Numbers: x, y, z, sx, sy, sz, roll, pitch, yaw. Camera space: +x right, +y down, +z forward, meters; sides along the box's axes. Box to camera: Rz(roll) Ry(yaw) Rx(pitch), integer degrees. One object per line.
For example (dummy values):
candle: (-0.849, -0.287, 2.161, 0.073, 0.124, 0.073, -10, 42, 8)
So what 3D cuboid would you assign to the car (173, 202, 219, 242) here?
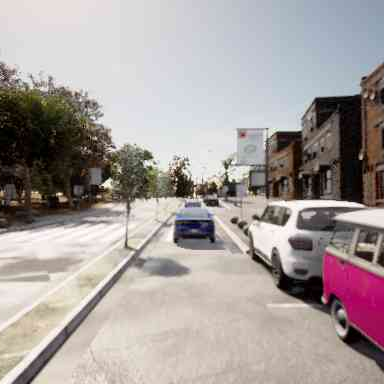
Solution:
car: (0.098, 1.500, 16.576, 1.882, 1.535, 5.008, 0, 0, 0)

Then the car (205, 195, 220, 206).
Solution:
car: (2.919, 1.298, 48.318, 1.882, 1.535, 5.008, 0, 2, 0)

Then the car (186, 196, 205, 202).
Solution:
car: (0.095, 1.509, 37.875, 2.128, 1.511, 4.902, 0, 0, 0)

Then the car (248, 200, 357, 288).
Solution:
car: (3.048, 1.245, 9.421, 2.435, 2.045, 5.566, 0, 0, 0)

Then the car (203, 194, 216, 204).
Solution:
car: (2.918, 1.166, 56.175, 1.994, 1.385, 4.181, 0, 2, 0)

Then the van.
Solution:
van: (3.050, 1.262, 3.963, 1.878, 1.987, 4.442, 0, 0, 0)
